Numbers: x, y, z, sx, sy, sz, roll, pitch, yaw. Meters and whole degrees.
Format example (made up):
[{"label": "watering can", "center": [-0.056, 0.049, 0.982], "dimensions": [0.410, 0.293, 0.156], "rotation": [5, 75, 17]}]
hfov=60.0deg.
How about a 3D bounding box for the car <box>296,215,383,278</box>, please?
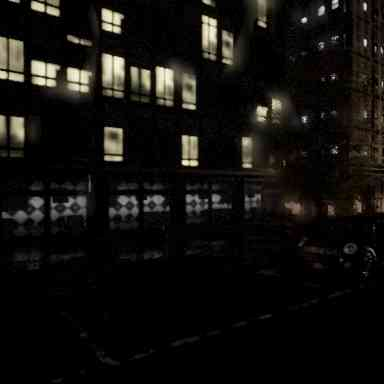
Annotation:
[{"label": "car", "center": [5.029, 1.470, 10.126], "dimensions": [4.097, 1.590, 1.967], "rotation": [0, -1, -35]}]
